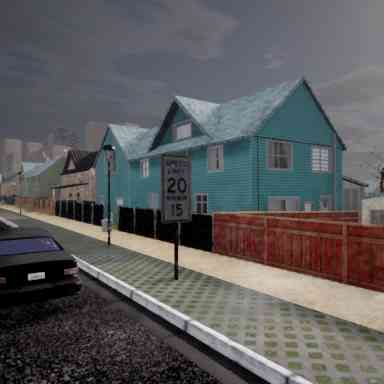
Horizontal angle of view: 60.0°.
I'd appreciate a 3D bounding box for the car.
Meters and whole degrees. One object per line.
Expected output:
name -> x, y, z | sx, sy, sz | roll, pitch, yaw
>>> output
car -> -4.239, 1.551, 7.983 | 2.033, 1.411, 5.357 | 0, 0, -36
